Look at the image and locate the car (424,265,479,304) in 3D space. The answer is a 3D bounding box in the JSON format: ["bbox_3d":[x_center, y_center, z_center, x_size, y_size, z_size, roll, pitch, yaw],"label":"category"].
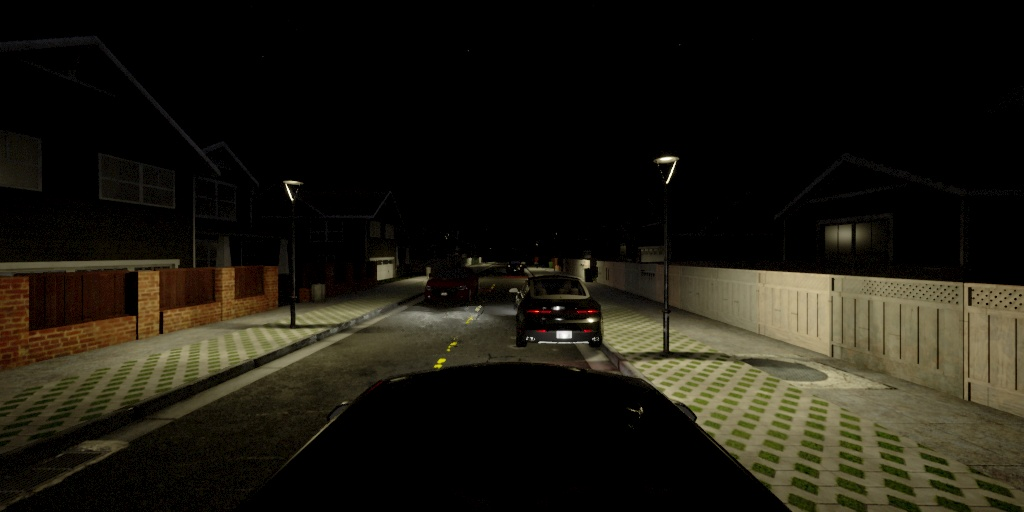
[{"bbox_3d":[-2.642,1.217,16.550,1.882,1.535,5.008,0,0,0],"label":"car"}]

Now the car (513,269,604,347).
[{"bbox_3d":[1.015,1.251,9.253,1.837,1.490,4.892,0,0,0],"label":"car"}]

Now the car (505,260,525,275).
[{"bbox_3d":[0.332,1.198,37.562,2.128,1.511,4.902,0,0,1],"label":"car"}]
